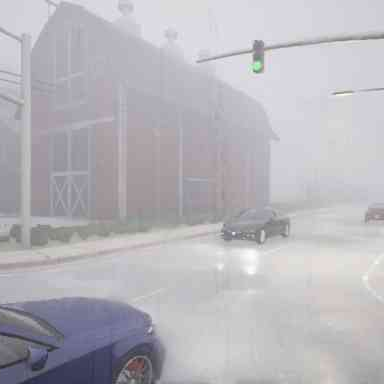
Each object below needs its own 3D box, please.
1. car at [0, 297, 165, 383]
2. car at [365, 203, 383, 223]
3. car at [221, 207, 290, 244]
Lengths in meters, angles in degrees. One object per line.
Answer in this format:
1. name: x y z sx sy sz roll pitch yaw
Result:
1. car: -2.204 1.557 2.576 1.812 1.442 4.674 0 0 36
2. car: 14.261 1.549 24.993 1.812 1.442 4.674 0 0 36
3. car: 3.185 1.505 15.994 1.837 1.490 4.892 0 0 36
